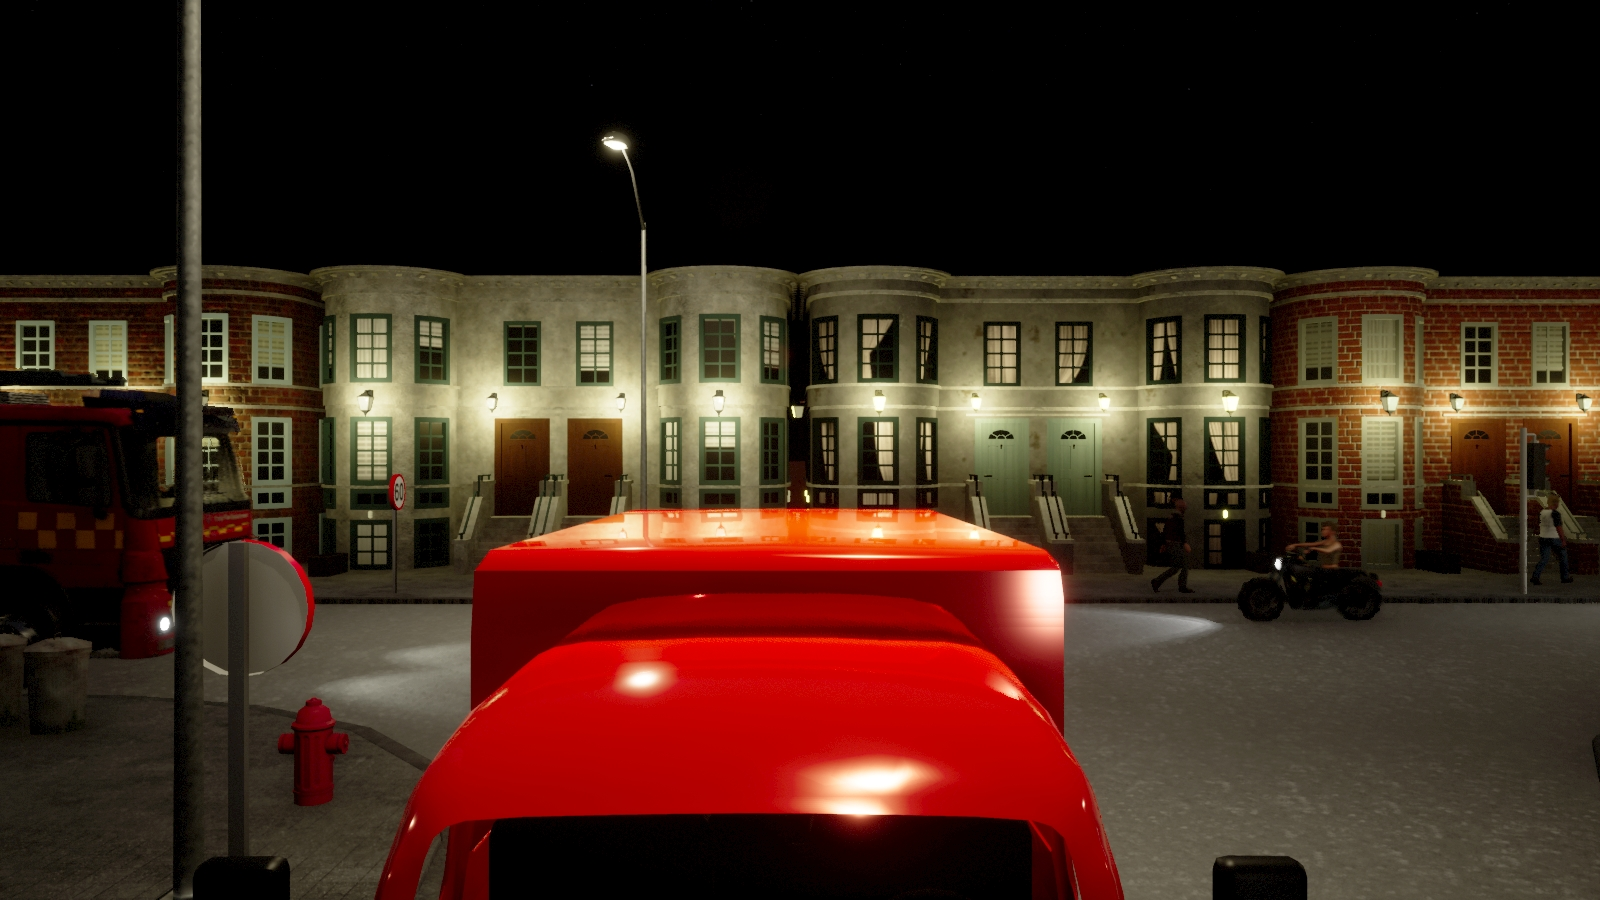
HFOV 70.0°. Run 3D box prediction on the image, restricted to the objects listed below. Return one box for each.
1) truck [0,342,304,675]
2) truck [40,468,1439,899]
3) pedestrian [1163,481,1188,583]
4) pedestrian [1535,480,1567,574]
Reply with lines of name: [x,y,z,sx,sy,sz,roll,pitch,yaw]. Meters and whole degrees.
truck: [-11.205,0.669,14.599,8.468,3.827,2.891,0,0,0]
truck: [-0.117,1.348,4.748,2.627,2.467,5.204,0,0,0]
pedestrian: [7.021,1.525,21.360,0.375,1.860,0.375,0,0,7]
pedestrian: [14.951,1.524,22.747,0.375,1.860,0.375,0,0,-10]
